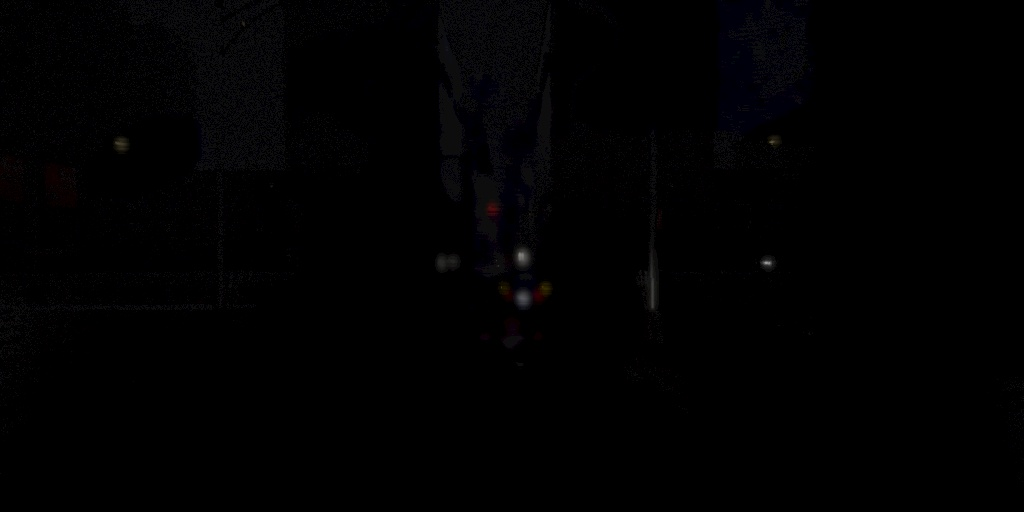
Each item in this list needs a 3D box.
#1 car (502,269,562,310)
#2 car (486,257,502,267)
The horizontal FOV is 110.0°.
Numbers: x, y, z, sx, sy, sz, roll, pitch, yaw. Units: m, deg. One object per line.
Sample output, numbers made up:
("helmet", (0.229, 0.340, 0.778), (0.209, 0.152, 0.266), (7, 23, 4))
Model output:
("car", (0.867, 1.228, 14.341), (1.812, 1.442, 4.674), (0, 0, 12))
("car", (-3.091, 1.072, 57.993), (2.128, 1.511, 4.902), (0, 0, 0))
